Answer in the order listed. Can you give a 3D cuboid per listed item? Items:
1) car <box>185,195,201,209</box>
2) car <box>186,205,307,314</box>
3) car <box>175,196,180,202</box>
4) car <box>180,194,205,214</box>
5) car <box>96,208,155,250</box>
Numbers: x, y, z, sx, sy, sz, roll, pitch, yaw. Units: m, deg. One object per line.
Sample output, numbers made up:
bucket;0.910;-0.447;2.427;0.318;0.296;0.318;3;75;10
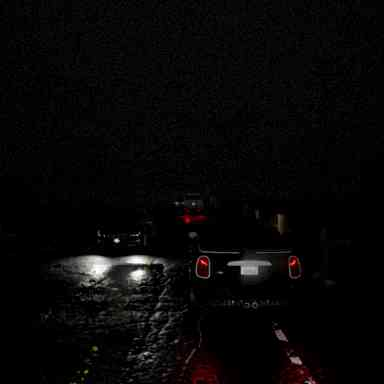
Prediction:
car;0.133;1.364;46.319;2.097;1.767;4.553;0;0;0
car;0.981;1.349;7.760;2.097;1.767;4.553;0;0;0
car;-2.559;1.545;73.541;1.837;1.490;4.892;0;-1;0
car;0.167;1.226;35.822;2.150;2.045;5.566;0;0;0
car;-2.716;1.502;14.450;1.837;1.490;4.892;0;0;0
